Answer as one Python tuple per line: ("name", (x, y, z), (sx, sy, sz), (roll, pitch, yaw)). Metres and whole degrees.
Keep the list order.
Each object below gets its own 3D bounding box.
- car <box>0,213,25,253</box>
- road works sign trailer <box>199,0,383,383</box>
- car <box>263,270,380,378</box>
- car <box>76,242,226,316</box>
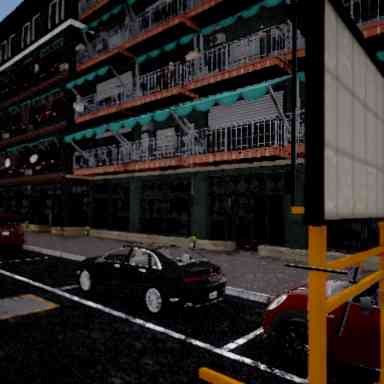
("car", (-9.730, 1.888, 15.704), (5.009, 1.841, 2.192), (-1, -4, 41))
("road works sign trailer", (1.206, 0.630, 2.733), (2.880, 3.560, 2.380), (-1, -4, 41))
("car", (3.049, 1.731, 4.632), (4.097, 1.590, 1.967), (-1, -4, 41))
("car", (-1.213, 1.936, 8.315), (4.403, 1.369, 2.008), (-1, -4, 41))
